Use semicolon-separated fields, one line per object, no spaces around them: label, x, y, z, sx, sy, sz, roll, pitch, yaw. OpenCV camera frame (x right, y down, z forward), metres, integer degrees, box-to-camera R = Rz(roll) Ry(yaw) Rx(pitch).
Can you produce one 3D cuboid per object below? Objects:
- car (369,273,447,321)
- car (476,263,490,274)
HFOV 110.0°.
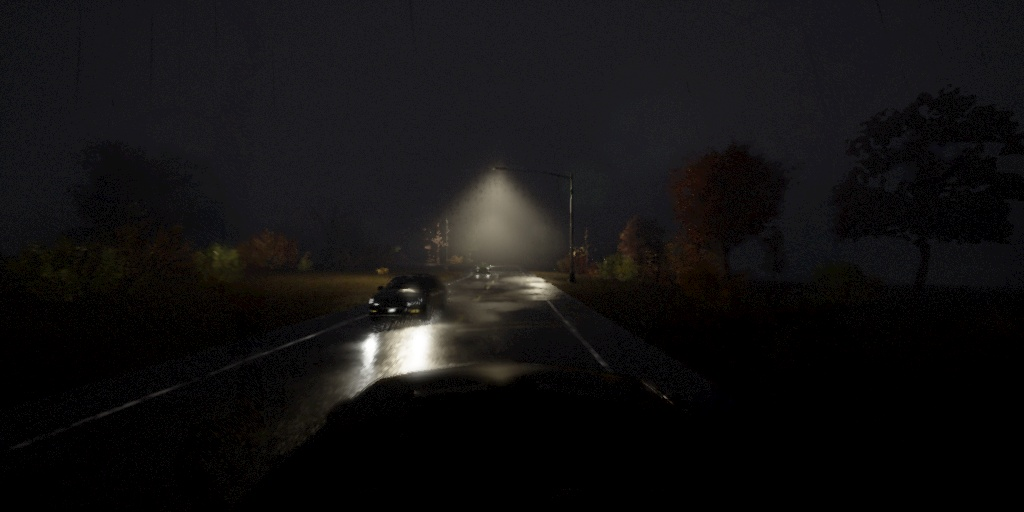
car;-3.600;1.401;13.178;1.837;1.490;4.892;0;-1;0
car;-4.475;1.806;55.057;2.097;1.767;4.553;0;-1;-6
